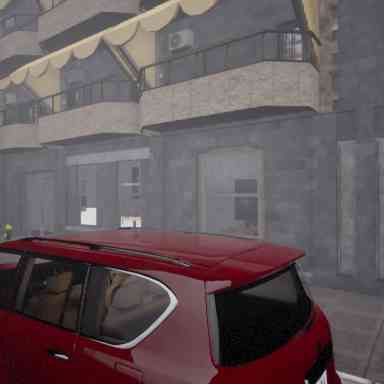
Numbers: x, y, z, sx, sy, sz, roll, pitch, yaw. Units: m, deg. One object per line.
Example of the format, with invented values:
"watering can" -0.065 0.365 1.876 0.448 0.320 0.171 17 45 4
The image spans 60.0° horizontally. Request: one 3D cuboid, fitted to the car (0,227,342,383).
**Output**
"car" -1.113 1.315 3.530 5.009 1.841 2.192 0 0 36
